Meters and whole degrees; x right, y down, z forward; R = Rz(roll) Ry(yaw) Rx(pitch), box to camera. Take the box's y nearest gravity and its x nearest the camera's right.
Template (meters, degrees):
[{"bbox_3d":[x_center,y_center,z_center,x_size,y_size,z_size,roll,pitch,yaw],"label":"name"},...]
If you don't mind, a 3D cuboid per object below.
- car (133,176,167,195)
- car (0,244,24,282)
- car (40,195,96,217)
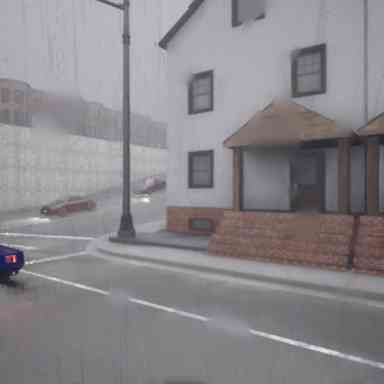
[{"bbox_3d":[-3.947,-0.779,33.751,1.812,1.442,4.674,0,13,36],"label":"car"},{"bbox_3d":[-6.417,1.626,8.522,4.718,1.301,1.895,-1,-1,34],"label":"car"},{"bbox_3d":[-9.542,0.985,25.791,1.994,1.385,4.181,0,7,35],"label":"car"}]
